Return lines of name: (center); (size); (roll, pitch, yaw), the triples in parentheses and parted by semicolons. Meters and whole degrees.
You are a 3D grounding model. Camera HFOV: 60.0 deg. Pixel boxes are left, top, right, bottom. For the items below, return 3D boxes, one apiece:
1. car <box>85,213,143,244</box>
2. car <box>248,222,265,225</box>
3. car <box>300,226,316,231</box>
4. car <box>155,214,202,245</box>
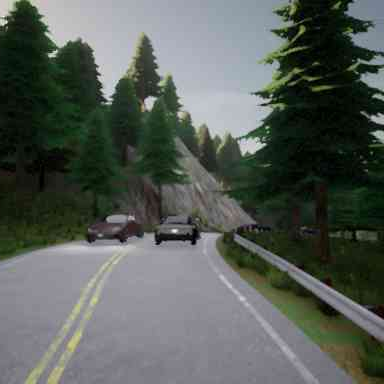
car: (-3.899, 1.836, 17.523); (1.812, 1.442, 4.674); (-1, -3, 7)
car: (7.024, 3.904, 35.680); (2.033, 1.411, 5.357); (-4, -11, 39)
car: (17.351, 6.268, 51.607); (2.150, 2.045, 5.566); (-5, -10, 43)
car: (-0.591, 1.795, 16.727); (1.994, 1.385, 4.181); (-1, -3, 5)
